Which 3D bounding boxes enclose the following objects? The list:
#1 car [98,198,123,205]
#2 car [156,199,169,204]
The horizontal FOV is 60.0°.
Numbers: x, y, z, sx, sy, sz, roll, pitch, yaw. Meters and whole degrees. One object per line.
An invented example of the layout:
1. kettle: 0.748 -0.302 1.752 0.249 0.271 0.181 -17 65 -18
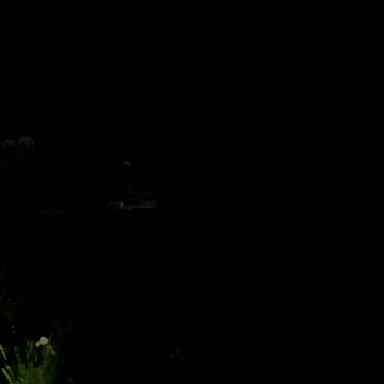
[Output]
1. car: -12.729 1.744 52.102 1.816 1.474 4.193 6 3 33
2. car: -4.299 1.860 58.807 1.895 1.301 4.718 -1 0 36
